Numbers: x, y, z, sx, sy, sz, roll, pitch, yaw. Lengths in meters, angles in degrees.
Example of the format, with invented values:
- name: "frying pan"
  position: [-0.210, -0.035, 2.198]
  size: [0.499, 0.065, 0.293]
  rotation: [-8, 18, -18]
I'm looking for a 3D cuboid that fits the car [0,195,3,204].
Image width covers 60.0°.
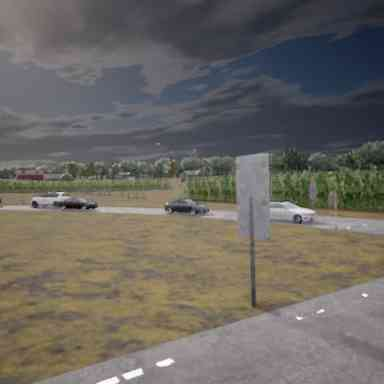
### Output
- name: "car"
  position: [-29.542, 1.040, 46.561]
  size: [5.566, 2.045, 2.150]
  rotation: [0, 1, 5]

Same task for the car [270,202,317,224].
- name: "car"
  position: [6.968, 1.478, 24.951]
  size: [1.812, 1.442, 4.674]
  rotation: [-3, 2, -42]

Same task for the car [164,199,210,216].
- name: "car"
  position: [-0.535, 1.426, 32.188]
  size: [4.892, 1.490, 1.837]
  rotation: [0, 2, 38]

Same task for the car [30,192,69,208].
- name: "car"
  position: [-18.954, 1.068, 44.691]
  size: [5.566, 2.045, 2.150]
  rotation: [0, 1, 15]

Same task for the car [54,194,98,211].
- name: "car"
  position: [-13.610, 1.408, 39.846]
  size: [5.008, 1.535, 1.882]
  rotation: [0, 2, 22]
